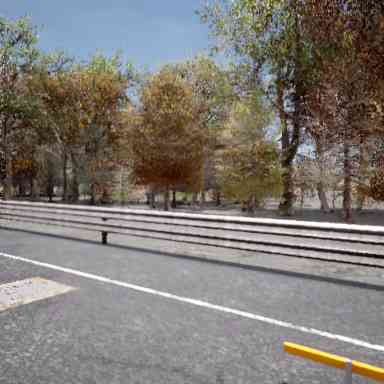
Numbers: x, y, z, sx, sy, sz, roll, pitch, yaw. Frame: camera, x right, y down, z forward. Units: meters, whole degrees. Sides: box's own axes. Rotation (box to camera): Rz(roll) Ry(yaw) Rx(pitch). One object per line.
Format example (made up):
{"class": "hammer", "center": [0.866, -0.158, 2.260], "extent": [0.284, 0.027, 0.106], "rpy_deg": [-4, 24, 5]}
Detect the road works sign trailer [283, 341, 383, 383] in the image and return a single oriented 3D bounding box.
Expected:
{"class": "road works sign trailer", "center": [2.210, 0.430, 2.815], "extent": [2.880, 3.560, 2.380], "rpy_deg": [1, 1, 35]}
